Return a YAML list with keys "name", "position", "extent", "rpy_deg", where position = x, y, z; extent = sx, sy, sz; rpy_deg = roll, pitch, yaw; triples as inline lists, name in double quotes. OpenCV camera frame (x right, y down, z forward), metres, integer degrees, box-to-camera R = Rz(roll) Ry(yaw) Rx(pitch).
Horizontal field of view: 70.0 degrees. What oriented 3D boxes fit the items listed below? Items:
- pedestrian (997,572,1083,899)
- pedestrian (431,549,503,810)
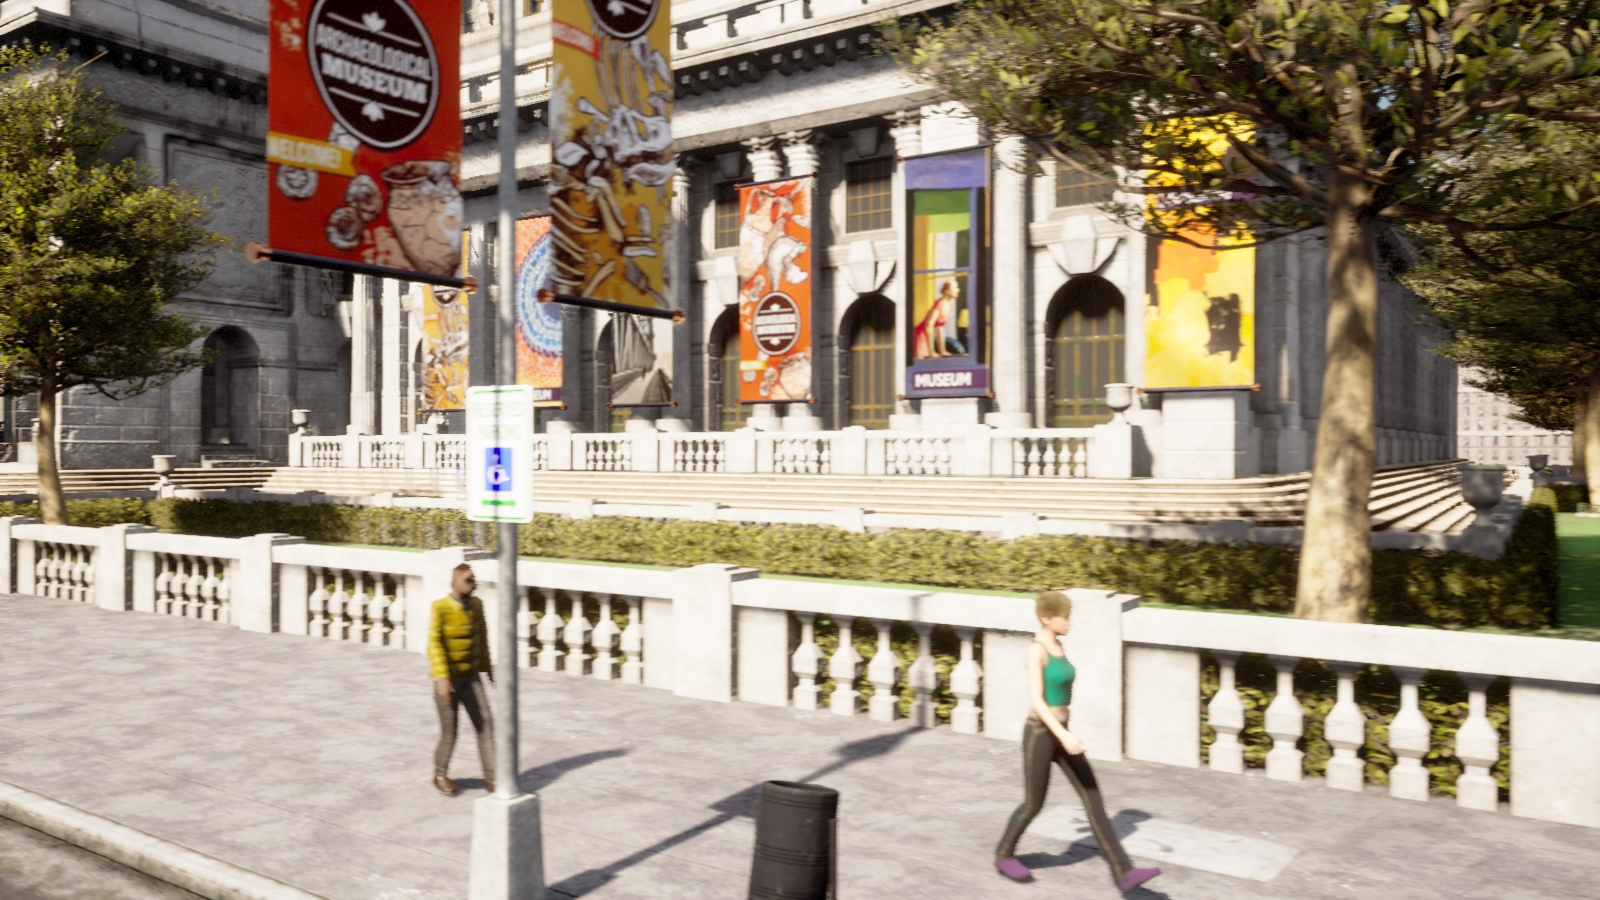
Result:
- name: "pedestrian"
  position: [1.455, 1.695, 6.926]
  extent: [0.375, 1.860, 0.375]
  rpy_deg: [0, 0, 42]
- name: "pedestrian"
  position: [-2.501, 1.694, 8.592]
  extent: [0.375, 1.860, 0.375]
  rpy_deg: [0, 0, 41]
